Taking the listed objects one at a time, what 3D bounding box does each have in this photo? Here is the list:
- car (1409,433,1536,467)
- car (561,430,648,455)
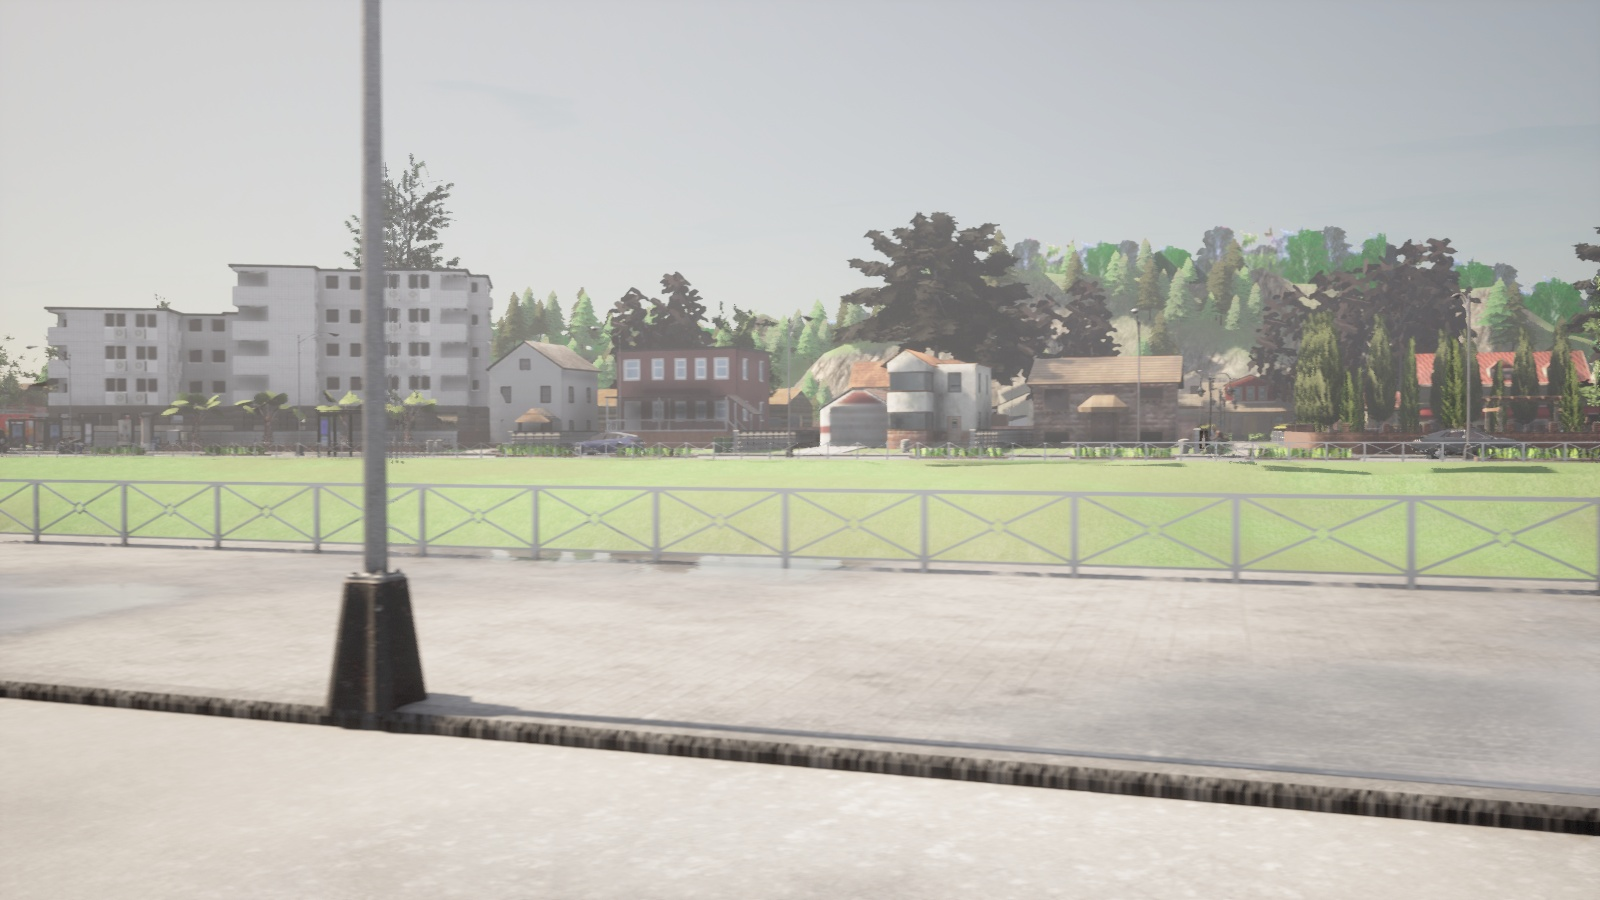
[{"bbox_3d":[31.137,-0.034,58.323,4.902,1.511,2.128,1,1,19],"label":"car"},{"bbox_3d":[-12.004,-0.453,77.068,4.792,1.488,2.163,1,1,19],"label":"car"}]
